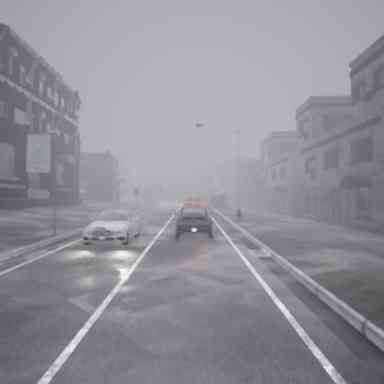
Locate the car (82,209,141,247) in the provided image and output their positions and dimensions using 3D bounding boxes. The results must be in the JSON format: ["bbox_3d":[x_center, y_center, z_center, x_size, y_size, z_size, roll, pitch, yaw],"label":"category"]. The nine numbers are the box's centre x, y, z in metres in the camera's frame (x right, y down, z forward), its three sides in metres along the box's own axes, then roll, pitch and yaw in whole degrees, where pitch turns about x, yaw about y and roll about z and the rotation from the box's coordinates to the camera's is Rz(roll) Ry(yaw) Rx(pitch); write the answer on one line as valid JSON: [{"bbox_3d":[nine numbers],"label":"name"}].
[{"bbox_3d":[-3.499,1.523,15.247,1.812,1.442,4.674,0,0,0],"label":"car"}]

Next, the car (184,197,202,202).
[{"bbox_3d":[0.102,1.345,38.633,2.097,1.767,4.553,0,0,0],"label":"car"}]

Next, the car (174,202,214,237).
[{"bbox_3d":[0.101,1.502,17.836,1.837,1.490,4.892,0,0,0],"label":"car"}]
